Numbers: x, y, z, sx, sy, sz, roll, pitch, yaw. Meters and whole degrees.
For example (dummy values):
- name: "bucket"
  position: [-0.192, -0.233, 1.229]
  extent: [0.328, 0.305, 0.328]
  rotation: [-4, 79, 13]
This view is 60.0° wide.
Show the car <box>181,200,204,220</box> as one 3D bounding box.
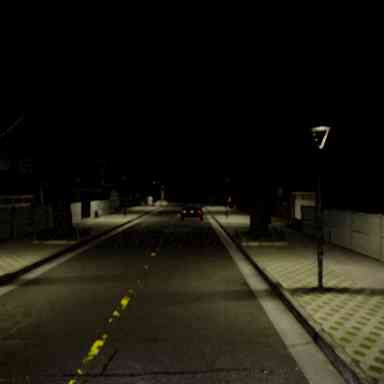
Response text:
- name: "car"
  position: [0.020, 1.588, 28.292]
  extent: [2.033, 1.411, 5.357]
  rotation: [0, 0, 0]

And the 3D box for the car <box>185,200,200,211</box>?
- name: "car"
  position: [0.072, 1.710, 44.442]
  extent: [1.895, 1.301, 4.718]
  rotation: [0, 0, 1]
